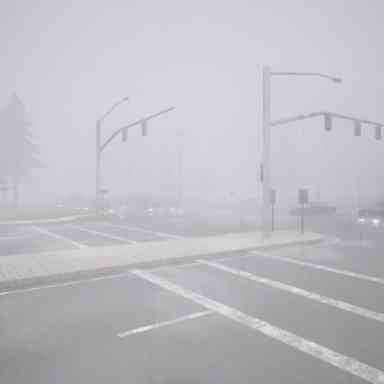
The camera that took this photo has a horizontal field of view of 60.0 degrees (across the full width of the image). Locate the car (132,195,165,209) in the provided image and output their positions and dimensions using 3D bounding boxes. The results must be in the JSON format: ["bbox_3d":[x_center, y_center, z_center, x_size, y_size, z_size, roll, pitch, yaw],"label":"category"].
[{"bbox_3d":[-6.250,1.504,46.880,1.837,1.490,4.892,0,0,-35],"label":"car"}]

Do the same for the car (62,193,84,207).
[{"bbox_3d":[-17.713,1.221,51.032,2.150,2.045,5.566,0,0,-35],"label":"car"}]

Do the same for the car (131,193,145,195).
[{"bbox_3d":[-9.006,1.221,56.931,2.150,2.045,5.566,0,0,-35],"label":"car"}]

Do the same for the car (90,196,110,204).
[{"bbox_3d":[-17.345,1.491,62.794,2.128,1.511,4.902,0,0,-35],"label":"car"}]

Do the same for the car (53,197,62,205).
[{"bbox_3d":[-23.409,1.563,59.250,1.994,1.385,4.181,0,0,-34],"label":"car"}]

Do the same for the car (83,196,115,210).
[{"bbox_3d":[-12.049,1.504,42.956,1.837,1.490,4.892,0,0,-35],"label":"car"}]

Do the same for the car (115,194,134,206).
[{"bbox_3d":[-11.491,1.504,54.371,1.837,1.490,4.892,0,0,-35],"label":"car"}]

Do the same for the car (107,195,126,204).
[{"bbox_3d":[-14.795,1.477,65.282,1.882,1.535,5.008,0,0,-34],"label":"car"}]

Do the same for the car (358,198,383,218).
[{"bbox_3d":[17.105,1.546,29.846,5.357,1.411,2.033,0,0,-35],"label":"car"}]

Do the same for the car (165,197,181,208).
[{"bbox_3d":[-3.468,1.504,49.008,1.837,1.490,4.892,0,0,-35],"label":"car"}]

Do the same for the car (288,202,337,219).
[{"bbox_3d":[10.775,1.600,29.733,4.718,1.301,1.895,0,0,-35],"label":"car"}]
